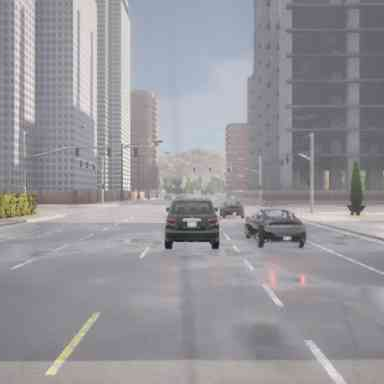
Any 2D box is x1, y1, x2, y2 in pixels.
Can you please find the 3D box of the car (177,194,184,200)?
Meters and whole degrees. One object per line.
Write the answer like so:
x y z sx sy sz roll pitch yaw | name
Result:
-3.186 1.455 92.791 1.837 1.490 4.892 0 0 1 | car

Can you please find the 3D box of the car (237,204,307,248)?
3.500 1.494 14.650 2.128 1.511 4.902 0 0 0 | car

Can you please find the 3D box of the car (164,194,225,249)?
0.000 1.257 14.680 2.150 2.045 5.566 0 0 0 | car

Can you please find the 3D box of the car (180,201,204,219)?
-0.007 1.571 29.659 1.994 1.385 4.181 0 0 0 | car

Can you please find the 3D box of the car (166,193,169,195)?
-6.686 1.310 92.876 2.097 1.767 4.553 0 0 1 | car

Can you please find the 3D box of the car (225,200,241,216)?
3.493 1.515 29.677 1.837 1.490 4.892 0 0 0 | car
